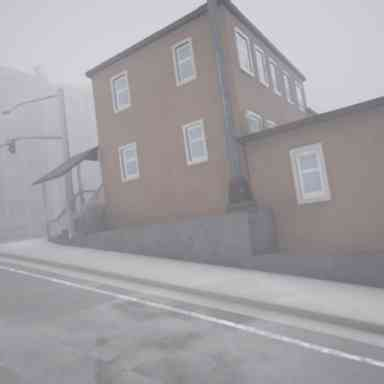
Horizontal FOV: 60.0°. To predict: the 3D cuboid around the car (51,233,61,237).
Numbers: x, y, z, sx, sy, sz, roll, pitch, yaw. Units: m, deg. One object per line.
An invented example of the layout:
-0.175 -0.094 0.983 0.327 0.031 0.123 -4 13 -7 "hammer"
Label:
-11.168 4.286 30.383 1.837 1.490 4.892 -11 -13 35 "car"
